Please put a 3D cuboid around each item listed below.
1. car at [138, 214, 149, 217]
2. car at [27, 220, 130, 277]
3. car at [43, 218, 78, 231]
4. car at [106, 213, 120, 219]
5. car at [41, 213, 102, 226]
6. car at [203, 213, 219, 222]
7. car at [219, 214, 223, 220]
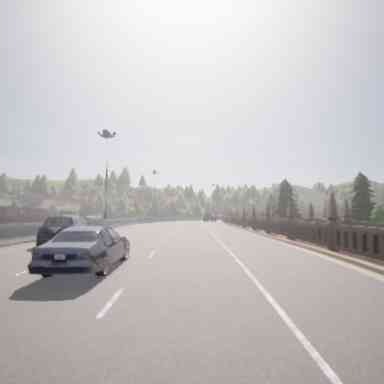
[{"bbox_3d":[-11.560,5.954,77.313,1.882,1.535,5.008,-1,-4,11],"label":"car"},{"bbox_3d":[-3.398,1.832,11.050,2.033,1.411,5.357,0,-3,0],"label":"car"},{"bbox_3d":[-14.084,3.498,35.990,1.895,1.301,4.718,0,-4,0],"label":"car"},{"bbox_3d":[-16.611,5.328,68.978,2.150,2.045,5.566,-1,-4,8],"label":"car"},{"bbox_3d":[-6.897,2.100,18.877,2.097,1.767,4.553,0,-4,0],"label":"car"},{"bbox_3d":[4.125,5.858,77.408,2.150,2.045,5.566,-1,-4,15],"label":"car"},{"bbox_3d":[8.363,6.885,92.567,1.882,1.535,5.008,-2,-4,28],"label":"car"}]
